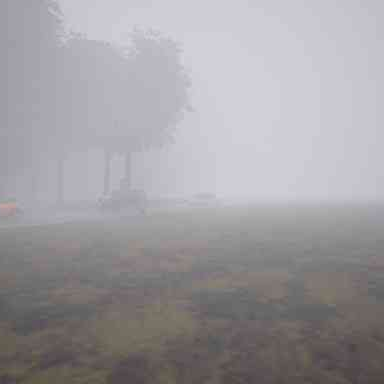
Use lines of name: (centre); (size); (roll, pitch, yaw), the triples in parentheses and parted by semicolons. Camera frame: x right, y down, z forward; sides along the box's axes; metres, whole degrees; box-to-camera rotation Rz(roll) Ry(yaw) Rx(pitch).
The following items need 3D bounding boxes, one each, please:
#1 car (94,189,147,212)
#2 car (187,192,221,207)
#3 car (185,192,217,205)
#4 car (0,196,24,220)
car: (-6.766, 0.752, 32.318); (2.150, 2.045, 5.566); (1, 2, 36)
car: (1.507, 1.007, 38.788); (1.895, 1.301, 4.718); (1, 1, 36)
car: (1.251, 0.816, 43.438); (1.837, 1.490, 4.892); (1, 1, 36)
car: (-13.924, 1.103, 22.372); (2.097, 1.767, 4.553); (1, 2, 36)
